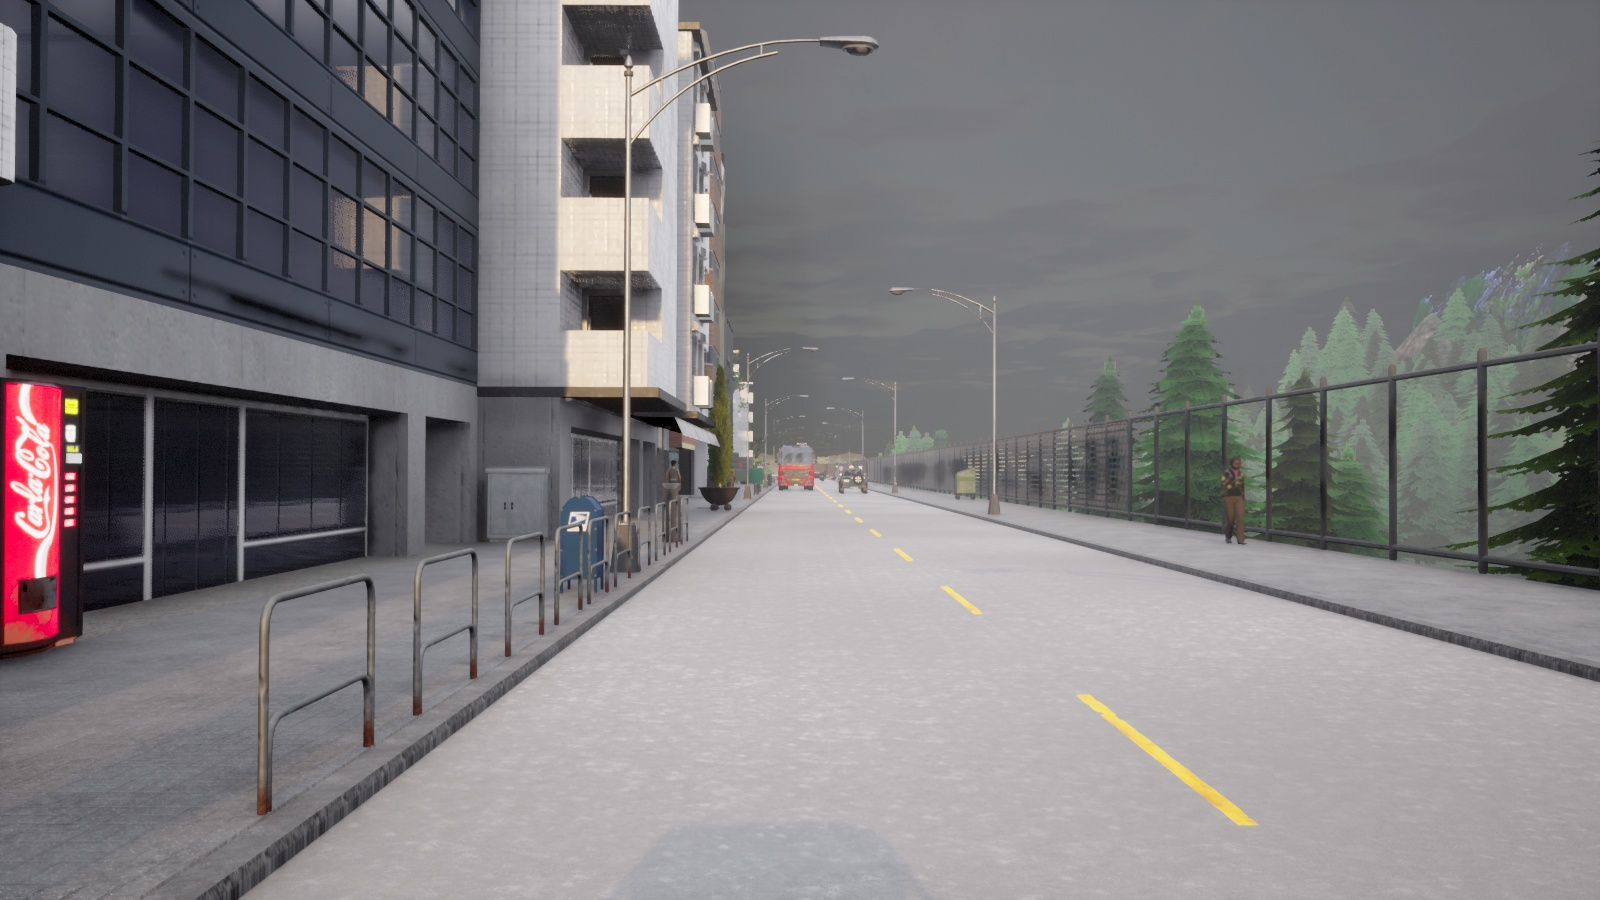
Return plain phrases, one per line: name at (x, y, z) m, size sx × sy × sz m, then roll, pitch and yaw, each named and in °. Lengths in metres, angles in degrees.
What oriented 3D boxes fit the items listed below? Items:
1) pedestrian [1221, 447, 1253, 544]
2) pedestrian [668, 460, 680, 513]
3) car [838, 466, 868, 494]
pedestrian at (8.812, 0.914, 25.328) m, size 0.395 × 1.930 × 0.692 m, roll 0°, pitch -1°, yaw 1°
pedestrian at (-4.422, 1.281, 44.093) m, size 0.345 × 1.836 × 0.594 m, roll 0°, pitch -1°, yaw 0°
car at (3.739, 2.103, 88.751) m, size 1.932 × 1.855 × 4.605 m, roll 0°, pitch -1°, yaw 0°
